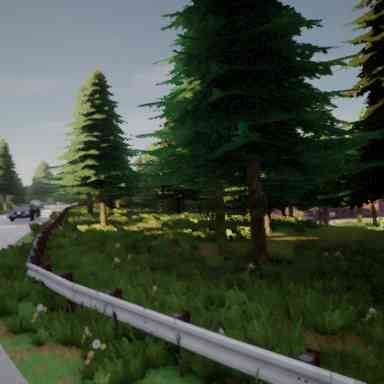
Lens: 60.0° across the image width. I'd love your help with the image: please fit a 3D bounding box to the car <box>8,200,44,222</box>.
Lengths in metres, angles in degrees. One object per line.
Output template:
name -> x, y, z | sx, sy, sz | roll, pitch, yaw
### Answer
car -> -14.608, 1.760, 29.186 | 2.033, 1.411, 5.357 | -3, 1, -16
